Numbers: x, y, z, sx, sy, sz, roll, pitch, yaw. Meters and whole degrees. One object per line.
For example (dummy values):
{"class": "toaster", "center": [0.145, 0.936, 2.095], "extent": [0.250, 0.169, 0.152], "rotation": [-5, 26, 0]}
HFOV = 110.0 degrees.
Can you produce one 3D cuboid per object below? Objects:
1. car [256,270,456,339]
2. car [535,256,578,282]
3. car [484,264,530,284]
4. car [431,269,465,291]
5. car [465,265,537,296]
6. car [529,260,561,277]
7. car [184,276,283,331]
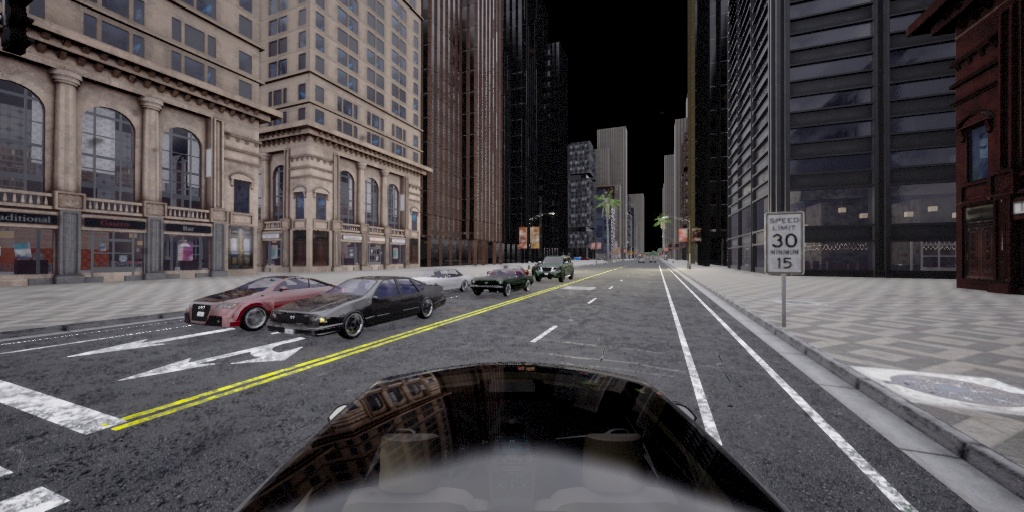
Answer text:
{"class": "car", "center": [-4.005, 1.299, 10.509], "extent": [2.033, 1.411, 5.357], "rotation": [0, 0, 22]}
{"class": "car", "center": [3.582, 0.987, 29.322], "extent": [2.150, 2.045, 5.566], "rotation": [0, 0, 22]}
{"class": "car", "center": [-0.278, 1.364, 28.449], "extent": [1.895, 1.301, 4.718], "rotation": [0, 0, 22]}
{"class": "car", "center": [-4.003, 1.357, 19.211], "extent": [1.895, 1.301, 4.718], "rotation": [0, 0, 22]}
{"class": "car", "center": [-0.420, 1.358, 19.402], "extent": [1.895, 1.301, 4.718], "rotation": [0, 0, 22]}
{"class": "car", "center": [3.574, 1.251, 37.901], "extent": [1.882, 1.535, 5.008], "rotation": [0, 0, 22]}
{"class": "car", "center": [-7.274, 1.316, 11.083], "extent": [1.994, 1.385, 4.181], "rotation": [0, 0, 22]}
